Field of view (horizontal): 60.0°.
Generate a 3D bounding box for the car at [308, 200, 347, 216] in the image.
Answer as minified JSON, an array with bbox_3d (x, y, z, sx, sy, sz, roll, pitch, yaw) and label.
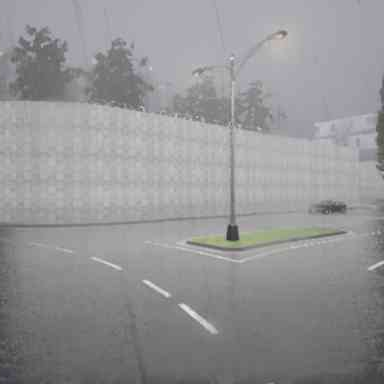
[{"bbox_3d":[13.510,1.529,33.123,4.902,1.511,2.128,0,0,-37],"label":"car"}]
